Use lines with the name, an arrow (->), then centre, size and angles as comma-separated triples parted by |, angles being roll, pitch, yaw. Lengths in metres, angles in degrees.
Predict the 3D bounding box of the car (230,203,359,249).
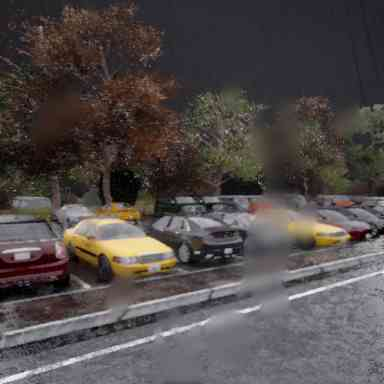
car -> 4.315, 1.522, 15.075 | 1.946, 1.575, 5.366 | 0, 0, -36

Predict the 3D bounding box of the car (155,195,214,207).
car -> -1.052, 1.279, 27.511 | 2.435, 2.045, 5.566 | 0, 0, -36

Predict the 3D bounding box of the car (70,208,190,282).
car -> -2.460, 1.500, 10.231 | 1.946, 1.575, 5.366 | 0, 0, -36

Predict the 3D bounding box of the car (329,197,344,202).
car -> 14.578, 1.631, 38.758 | 2.163, 1.488, 4.792 | 1, 0, -36

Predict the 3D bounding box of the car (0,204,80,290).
car -> -4.808, 1.371, 8.742 | 2.185, 1.767, 4.553 | 0, 0, -36

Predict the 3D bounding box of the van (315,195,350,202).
van -> 16.783, 1.401, 40.443 | 1.878, 1.987, 4.442 | 1, 0, -36

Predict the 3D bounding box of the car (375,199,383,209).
car -> 30.485, 1.843, 50.061 | 2.163, 1.488, 4.792 | 1, 0, -36

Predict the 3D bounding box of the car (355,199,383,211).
car -> 26.069, 1.748, 46.711 | 1.946, 1.575, 5.366 | 1, 0, -36

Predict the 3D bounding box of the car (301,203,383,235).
car -> 8.740, 1.569, 18.432 | 2.163, 1.488, 4.792 | 0, 0, -36

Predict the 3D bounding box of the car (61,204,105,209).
car -> -7.933, 1.548, 22.628 | 2.002, 1.452, 4.674 | 0, 0, -36

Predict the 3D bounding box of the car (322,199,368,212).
car -> 19.219, 1.687, 42.006 | 2.163, 1.488, 4.792 | 1, 0, -36

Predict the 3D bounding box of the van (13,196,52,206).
van -> -10.252, 1.275, 21.110 | 1.878, 1.987, 4.442 | 0, 0, -36

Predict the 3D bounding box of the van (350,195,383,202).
van -> 13.172, 1.329, 21.781 | 1.878, 1.987, 4.442 | 0, 0, -36

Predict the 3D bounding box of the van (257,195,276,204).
van -> 5.624, 1.326, 32.462 | 1.878, 1.987, 4.442 | 0, 0, -36

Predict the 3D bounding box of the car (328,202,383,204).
car -> 10.998, 1.577, 20.047 | 2.163, 1.488, 4.792 | 0, 0, -36

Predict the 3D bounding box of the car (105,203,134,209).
car -> -5.573, 1.516, 24.306 | 2.097, 1.535, 5.008 | 0, 0, -36

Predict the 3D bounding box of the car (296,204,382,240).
car -> 6.482, 1.562, 16.817 | 2.163, 1.488, 4.792 | 0, 0, -36

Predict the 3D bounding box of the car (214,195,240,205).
car -> 1.201, 1.286, 29.122 | 2.435, 2.045, 5.566 | 0, 0, -36

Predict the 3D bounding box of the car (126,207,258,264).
car -> -0.306, 1.512, 11.991 | 2.231, 1.521, 4.892 | 0, 0, -36

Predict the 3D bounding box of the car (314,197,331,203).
car -> 12.431, 1.612, 37.223 | 2.163, 1.488, 4.792 | 0, 0, -36

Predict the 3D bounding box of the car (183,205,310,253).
car -> 1.945, 1.519, 13.617 | 2.231, 1.521, 4.892 | 0, 0, -36

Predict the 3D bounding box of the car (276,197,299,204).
car -> 7.941, 1.559, 33.982 | 2.097, 1.535, 5.008 | 0, 0, -36

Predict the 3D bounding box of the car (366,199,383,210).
car -> 28.216, 1.822, 48.471 | 2.002, 1.452, 4.674 | 1, 0, -36

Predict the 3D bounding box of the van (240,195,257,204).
van -> 3.506, 1.319, 30.661 | 1.878, 1.987, 4.442 | 0, 0, -36

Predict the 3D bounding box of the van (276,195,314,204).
van -> 10.274, 1.344, 35.511 | 1.878, 1.987, 4.442 | 0, 0, -36

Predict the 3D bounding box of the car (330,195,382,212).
car -> 21.441, 1.437, 43.665 | 2.435, 2.045, 5.566 | 1, 0, -36
